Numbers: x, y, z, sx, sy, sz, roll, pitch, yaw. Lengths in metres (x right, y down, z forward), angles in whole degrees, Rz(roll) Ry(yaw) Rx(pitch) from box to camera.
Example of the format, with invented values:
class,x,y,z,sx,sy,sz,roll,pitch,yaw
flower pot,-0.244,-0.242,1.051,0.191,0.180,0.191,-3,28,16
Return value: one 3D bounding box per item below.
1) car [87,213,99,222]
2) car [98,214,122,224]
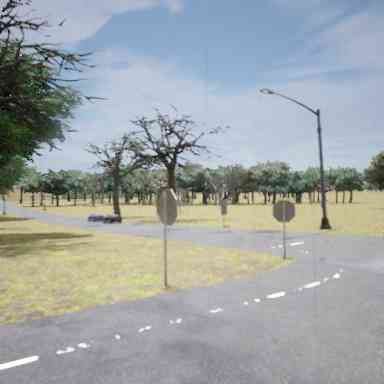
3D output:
class,x,y,z,sx,sy,sz,roll,pitch,yaw
car,-17.497,4.631,60.423,1.882,1.535,5.008,-1,-2,-34
car,-13.001,4.303,53.919,1.882,1.535,5.008,-1,-2,-34
